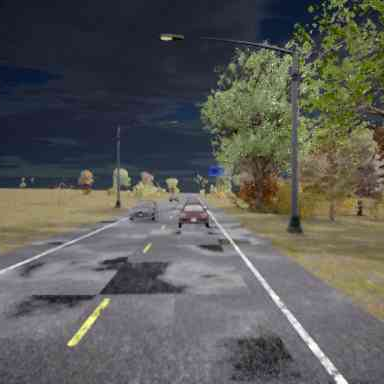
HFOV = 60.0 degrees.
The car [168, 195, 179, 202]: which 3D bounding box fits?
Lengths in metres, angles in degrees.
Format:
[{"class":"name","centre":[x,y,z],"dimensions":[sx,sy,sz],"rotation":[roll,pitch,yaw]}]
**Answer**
[{"class":"car","centre":[-3.510,1.282,64.785],"dimensions":[2.033,1.411,5.357],"rotation":[0,0,0]}]

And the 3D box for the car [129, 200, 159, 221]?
[{"class":"car","centre":[-3.595,1.397,25.741],"dimensions":[1.837,1.490,4.892],"rotation":[0,0,0]}]

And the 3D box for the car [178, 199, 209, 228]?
[{"class":"car","centre":[0.102,1.434,21.503],"dimensions":[1.812,1.442,4.674],"rotation":[0,0,0]}]
